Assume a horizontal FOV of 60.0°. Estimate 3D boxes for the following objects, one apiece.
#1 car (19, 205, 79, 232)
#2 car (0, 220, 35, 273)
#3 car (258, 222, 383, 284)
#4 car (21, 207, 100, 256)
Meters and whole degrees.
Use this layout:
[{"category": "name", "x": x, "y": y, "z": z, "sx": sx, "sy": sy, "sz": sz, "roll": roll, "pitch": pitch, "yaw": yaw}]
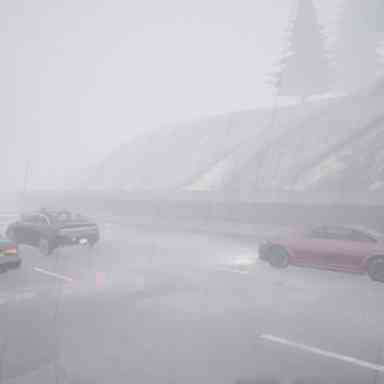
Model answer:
[{"category": "car", "x": -9.225, "y": 1.600, "z": 21.255, "sx": 4.718, "sy": 1.301, "sz": 1.895, "roll": 0, "pitch": 0, "yaw": 44}, {"category": "car", "x": -6.799, "y": 1.539, "z": 9.521, "sx": 5.357, "sy": 1.411, "sz": 2.033, "roll": 0, "pitch": 0, "yaw": 41}, {"category": "car", "x": 4.109, "y": 1.591, "z": 9.796, "sx": 4.181, "sy": 1.385, "sz": 1.994, "roll": 0, "pitch": 0, "yaw": 36}, {"category": "car", "x": -5.619, "y": 1.492, "z": 13.171, "sx": 4.902, "sy": 1.511, "sz": 2.128, "roll": 0, "pitch": 0, "yaw": 41}]
